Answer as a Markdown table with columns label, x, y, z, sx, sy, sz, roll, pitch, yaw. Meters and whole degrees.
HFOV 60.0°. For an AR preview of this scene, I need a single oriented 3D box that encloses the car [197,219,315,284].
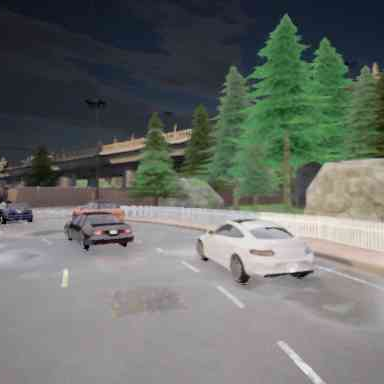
| label | x | y | z | sx | sy | sz | roll | pitch | yaw |
| --- | --- | --- | --- | --- | --- | --- | --- | --- | --- |
| car | 1.564 | 1.498 | 9.553 | 1.812 | 1.442 | 4.674 | -1 | 0 | -17 |

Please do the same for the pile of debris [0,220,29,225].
| label | x | y | z | sx | sy | sz | roll | pitch | yaw |
| --- | --- | --- | --- | --- | --- | --- | --- | --- | --- |
| pile of debris | -13.689 | 2.320 | 25.640 | 1.860 | 0.140 | 1.500 | -1 | 0 | 44 |

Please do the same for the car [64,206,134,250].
| label | x | y | z | sx | sy | sz | roll | pitch | yaw |
| --- | --- | --- | --- | --- | --- | --- | --- | --- | --- |
| car | -4.276 | 1.586 | 14.772 | 2.033 | 1.411 | 5.357 | -1 | 0 | -31 |

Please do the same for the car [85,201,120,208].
| label | x | y | z | sx | sy | sz | roll | pitch | yaw |
| --- | --- | --- | --- | --- | --- | --- | --- | --- | --- |
| car | -6.489 | 1.411 | 22.890 | 2.097 | 1.767 | 4.553 | -1 | 0 | -40 |

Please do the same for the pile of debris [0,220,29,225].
| label | x | y | z | sx | sy | sz | roll | pitch | yaw |
| --- | --- | --- | --- | --- | --- | --- | --- | --- | --- |
| pile of debris | -13.689 | 2.320 | 25.640 | 1.860 | 0.140 | 1.500 | -1 | 0 | 44 |

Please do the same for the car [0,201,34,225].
| label | x | y | z | sx | sy | sz | roll | pitch | yaw |
| --- | --- | --- | --- | --- | --- | --- | --- | --- | --- |
| car | -14.215 | 1.503 | 26.180 | 2.097 | 1.767 | 4.553 | -1 | 0 | -43 |
